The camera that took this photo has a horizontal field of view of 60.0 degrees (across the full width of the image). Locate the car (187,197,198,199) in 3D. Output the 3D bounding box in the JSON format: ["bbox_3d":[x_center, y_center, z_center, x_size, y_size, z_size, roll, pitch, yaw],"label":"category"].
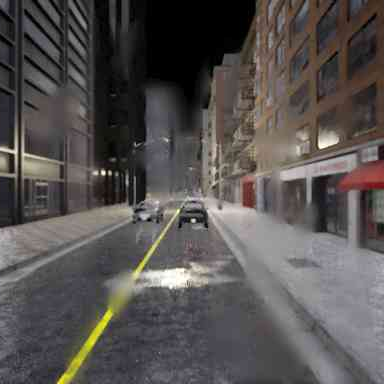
[{"bbox_3d":[0.071,1.337,40.317,2.128,1.511,4.902,0,0,0],"label":"car"}]

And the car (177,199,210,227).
[{"bbox_3d":[0.084,1.423,22.004,1.837,1.490,4.892,0,0,0],"label":"car"}]

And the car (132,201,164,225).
[{"bbox_3d":[-3.018,1.405,23.531,2.128,1.511,4.902,0,0,0],"label":"car"}]
